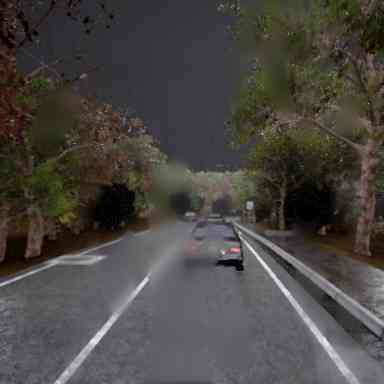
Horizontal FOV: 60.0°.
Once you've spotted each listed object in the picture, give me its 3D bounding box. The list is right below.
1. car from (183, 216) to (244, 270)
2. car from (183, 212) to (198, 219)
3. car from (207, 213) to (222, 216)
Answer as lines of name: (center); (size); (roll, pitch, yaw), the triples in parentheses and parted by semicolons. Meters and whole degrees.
car: (0.787, 1.756, 11.756); (2.033, 1.411, 5.357); (0, -2, 4)
car: (-0.208, 3.765, 49.306); (1.837, 1.490, 4.892); (0, -4, 6)
car: (2.137, 2.741, 31.514); (2.128, 1.511, 4.902); (0, -3, 4)
